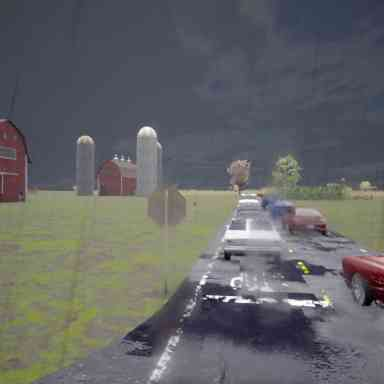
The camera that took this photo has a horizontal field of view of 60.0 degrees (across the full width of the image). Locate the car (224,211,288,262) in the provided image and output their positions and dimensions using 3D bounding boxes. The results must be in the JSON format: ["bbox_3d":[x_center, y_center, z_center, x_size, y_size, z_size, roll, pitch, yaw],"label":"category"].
[{"bbox_3d":[2.188,1.602,12.388,1.895,1.301,4.718,0,0,8],"label":"car"}]

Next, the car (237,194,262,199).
[{"bbox_3d":[6.107,1.220,35.903,2.150,2.045,5.566,0,0,10],"label":"car"}]

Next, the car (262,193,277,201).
[{"bbox_3d":[10.747,1.213,46.007,2.150,2.045,5.566,0,0,10],"label":"car"}]

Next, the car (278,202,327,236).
[{"bbox_3d":[6.142,1.528,18.499,1.812,1.442,4.674,0,0,9],"label":"car"}]

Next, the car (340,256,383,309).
[{"bbox_3d":[4.335,1.603,5.139,1.895,1.301,4.718,0,0,-6],"label":"car"}]

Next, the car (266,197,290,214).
[{"bbox_3d":[7.855,1.478,29.060,1.882,1.535,5.008,0,0,9],"label":"car"}]

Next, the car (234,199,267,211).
[{"bbox_3d":[4.137,1.506,23.990,1.837,1.490,4.892,0,0,9],"label":"car"}]
